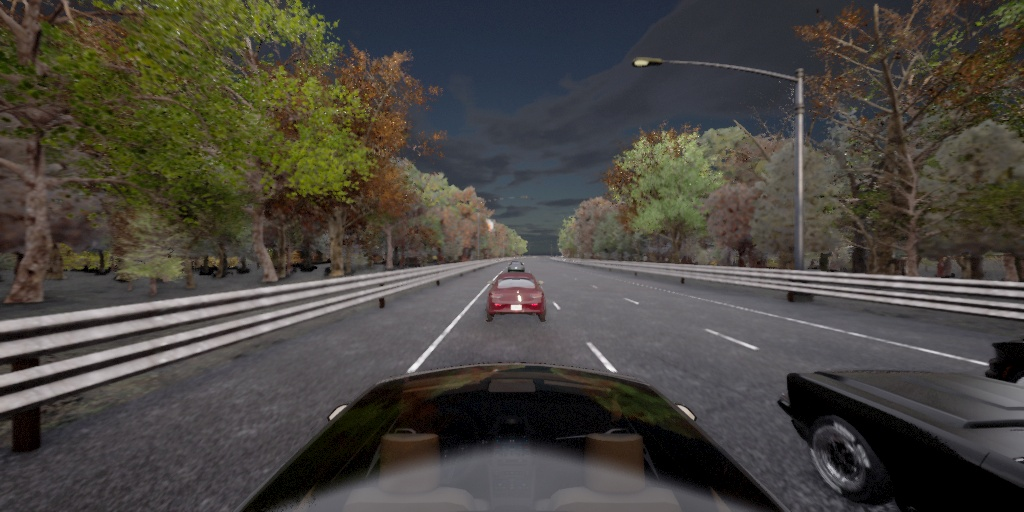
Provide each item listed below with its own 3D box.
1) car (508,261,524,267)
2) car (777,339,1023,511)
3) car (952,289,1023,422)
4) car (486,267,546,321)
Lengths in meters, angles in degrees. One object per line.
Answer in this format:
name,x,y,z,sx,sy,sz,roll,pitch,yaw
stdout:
car,0.500,1.310,42.523,1.994,1.385,4.181,0,0,1
car,3.604,1.352,1.446,1.895,1.301,4.718,0,0,0
car,7.105,1.229,2.524,1.882,1.535,5.008,0,0,0
car,0.133,1.275,12.346,1.812,1.442,4.674,0,0,0
